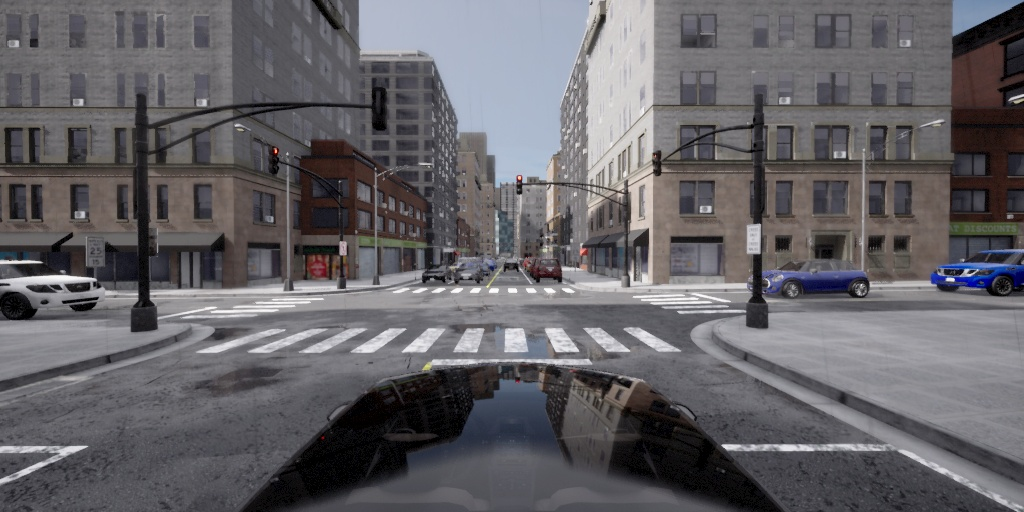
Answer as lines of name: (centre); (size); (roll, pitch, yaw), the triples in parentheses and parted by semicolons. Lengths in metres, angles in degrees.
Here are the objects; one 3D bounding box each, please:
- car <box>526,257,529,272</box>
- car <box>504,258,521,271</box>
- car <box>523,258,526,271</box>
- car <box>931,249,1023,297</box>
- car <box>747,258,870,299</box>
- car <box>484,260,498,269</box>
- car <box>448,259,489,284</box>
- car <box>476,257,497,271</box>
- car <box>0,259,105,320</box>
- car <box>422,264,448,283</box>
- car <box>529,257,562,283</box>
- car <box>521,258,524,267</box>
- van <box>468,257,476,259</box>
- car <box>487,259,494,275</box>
car: (2.725, 1.069, 33.744); (2.192, 1.841, 5.009); (0, 0, 0)
car: (-0.108, 1.230, 48.435); (1.882, 1.535, 5.008); (0, 0, 0)
car: (2.678, 1.279, 45.085); (1.751, 1.417, 4.829); (0, 0, 0)
car: (22.980, 0.708, 16.541); (5.566, 2.045, 2.150); (-1, 1, 0)
car: (13.404, 0.938, 16.435); (4.553, 1.767, 2.097); (-1, 1, -1)
car: (-3.292, 1.298, 57.426); (2.033, 1.411, 5.357); (0, 0, 0)
car: (-3.201, 1.245, 27.292); (2.128, 1.511, 4.902); (0, 0, 0)
car: (-3.273, 1.231, 47.045); (1.882, 1.535, 5.008); (0, 0, 0)
car: (-18.449, 1.145, 12.986); (5.566, 2.045, 2.150); (-1, 1, -2)
car: (-5.777, 1.319, 28.121); (1.948, 1.339, 4.313); (0, 0, 0)
car: (2.749, 1.068, 28.158); (2.192, 1.841, 5.009); (0, 0, 0)
car: (2.655, 1.067, 50.501); (2.192, 1.841, 5.009); (0, 0, 0)
van: (-5.851, 1.094, 44.878); (1.690, 1.789, 3.998); (0, 0, 0)
car: (-3.242, 1.302, 37.113); (2.033, 1.411, 5.357); (0, 0, 0)
